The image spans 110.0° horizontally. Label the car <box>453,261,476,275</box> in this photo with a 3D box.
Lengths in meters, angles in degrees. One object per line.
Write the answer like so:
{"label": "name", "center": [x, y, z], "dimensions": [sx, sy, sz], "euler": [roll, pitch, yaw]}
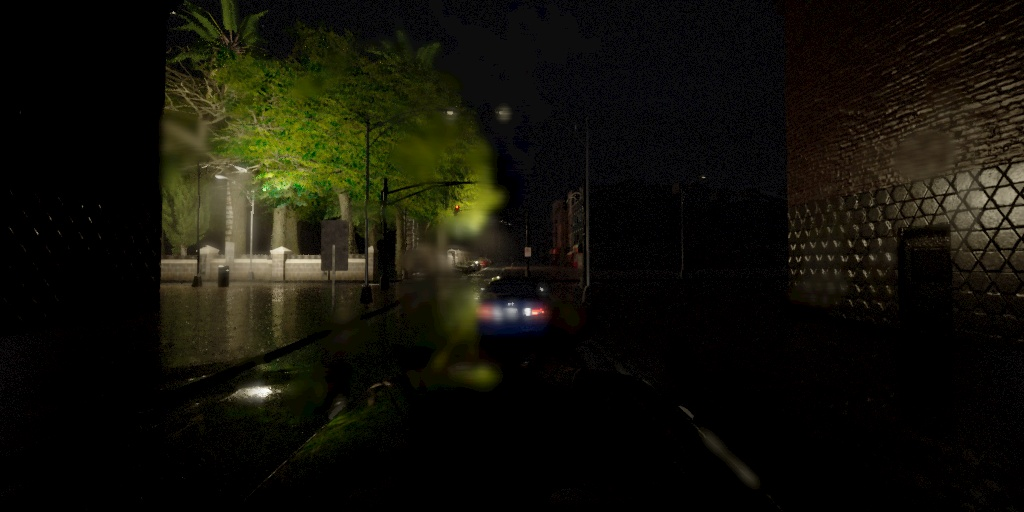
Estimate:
{"label": "car", "center": [-5.496, 1.333, 39.855], "dimensions": [2.007, 1.370, 4.403], "euler": [0, 0, 0]}

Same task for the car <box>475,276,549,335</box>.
{"label": "car", "center": [0.026, 1.301, 10.532], "dimensions": [2.033, 1.411, 5.357], "euler": [0, 0, 1]}

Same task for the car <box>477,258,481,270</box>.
{"label": "car", "center": [-5.521, 1.345, 46.991], "dimensions": [2.007, 1.370, 4.403], "euler": [0, 0, 0]}

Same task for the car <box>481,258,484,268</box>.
{"label": "car", "center": [-5.560, 1.371, 52.441], "dimensions": [1.948, 1.339, 4.313], "euler": [0, 0, 0]}

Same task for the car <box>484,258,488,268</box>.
{"label": "car", "center": [-5.639, 1.417, 63.340], "dimensions": [1.802, 1.307, 4.207], "euler": [0, 0, 0]}
